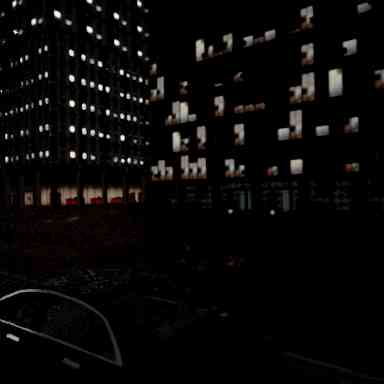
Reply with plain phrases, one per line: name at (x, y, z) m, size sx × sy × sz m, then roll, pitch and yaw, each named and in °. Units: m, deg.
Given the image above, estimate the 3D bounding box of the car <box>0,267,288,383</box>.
car at (-1.191, 1.558, 3.742) m, size 4.403 × 1.369 × 2.008 m, roll 0°, pitch -1°, yaw 36°
